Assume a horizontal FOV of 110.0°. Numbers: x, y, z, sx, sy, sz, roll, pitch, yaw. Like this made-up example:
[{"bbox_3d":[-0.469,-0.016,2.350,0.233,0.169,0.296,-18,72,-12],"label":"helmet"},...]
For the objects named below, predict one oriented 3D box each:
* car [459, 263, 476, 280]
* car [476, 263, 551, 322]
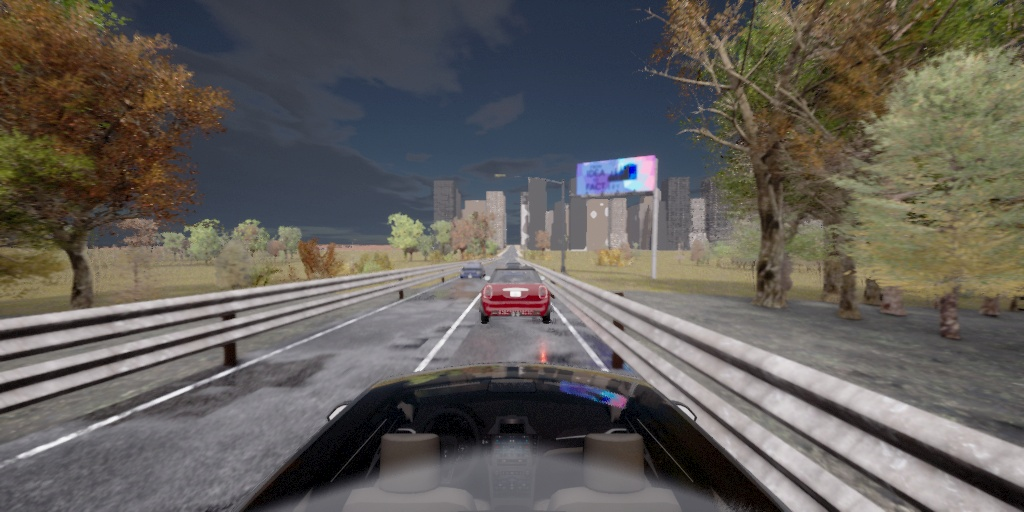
[{"bbox_3d":[-3.319,1.271,31.201,2.033,1.411,5.357,0,0,0],"label":"car"},{"bbox_3d":[0.102,1.092,12.307,2.097,1.767,4.553,0,0,0],"label":"car"}]
